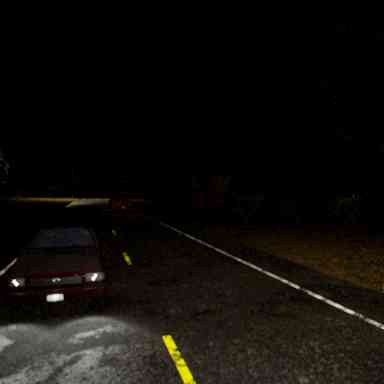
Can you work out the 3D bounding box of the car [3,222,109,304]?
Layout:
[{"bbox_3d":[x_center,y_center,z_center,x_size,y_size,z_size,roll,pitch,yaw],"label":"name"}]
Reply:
[{"bbox_3d":[-3.249,1.532,8.617,2.033,1.411,5.357,0,0,-17],"label":"car"}]

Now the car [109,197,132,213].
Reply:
[{"bbox_3d":[-7.630,1.399,36.045,1.882,1.535,5.008,0,0,-16],"label":"car"}]
